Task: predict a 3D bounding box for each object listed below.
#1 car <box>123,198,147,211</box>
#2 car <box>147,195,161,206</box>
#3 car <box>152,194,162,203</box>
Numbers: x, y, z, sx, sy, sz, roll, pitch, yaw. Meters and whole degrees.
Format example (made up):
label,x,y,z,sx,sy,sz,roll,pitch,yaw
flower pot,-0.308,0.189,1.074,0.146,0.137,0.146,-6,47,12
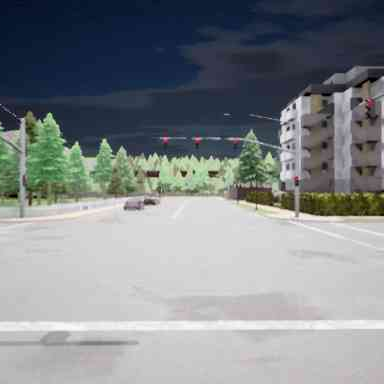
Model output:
label,x,y,z,sx,sy,sz,roll,pitch,yaw
car,-6.832,1.467,39.339,1.812,1.442,4.674,0,0,0
car,-6.620,1.521,53.212,1.895,1.301,4.718,0,0,0
car,-6.601,1.186,58.667,2.097,1.767,4.553,0,0,0
